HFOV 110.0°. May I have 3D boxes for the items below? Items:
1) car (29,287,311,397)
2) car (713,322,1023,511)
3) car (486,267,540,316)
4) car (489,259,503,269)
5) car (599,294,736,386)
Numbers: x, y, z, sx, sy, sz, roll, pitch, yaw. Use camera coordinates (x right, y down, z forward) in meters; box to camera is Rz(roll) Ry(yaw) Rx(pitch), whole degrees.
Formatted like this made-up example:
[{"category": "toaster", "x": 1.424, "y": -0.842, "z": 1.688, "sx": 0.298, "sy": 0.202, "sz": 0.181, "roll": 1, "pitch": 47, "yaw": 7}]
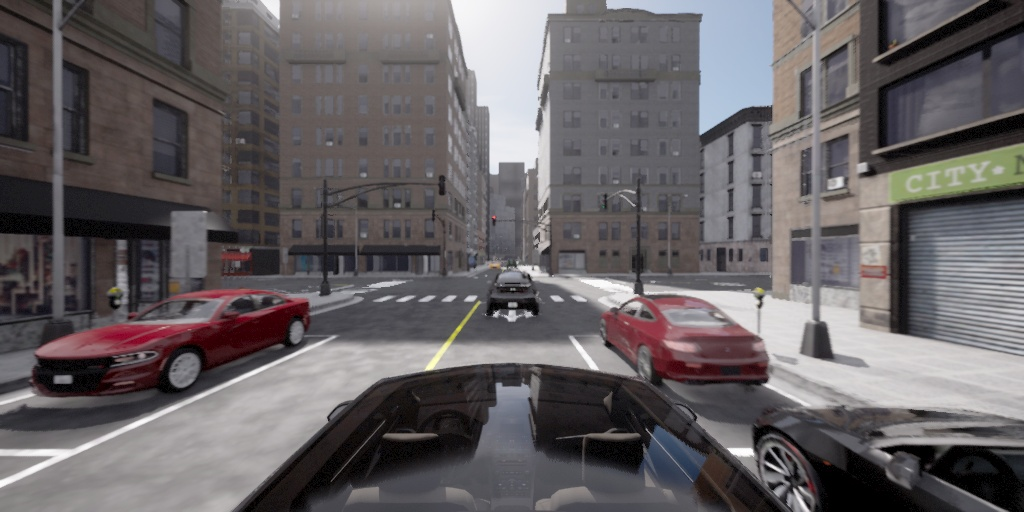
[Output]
[{"category": "car", "x": -5.669, "y": 1.334, "z": 6.774, "sx": 1.888, "sy": 1.381, "sz": 4.507, "roll": 0, "pitch": 0, "yaw": 0}, {"category": "car", "x": 2.876, "y": 1.312, "z": 1.191, "sx": 1.948, "sy": 1.339, "sz": 4.313, "roll": 0, "pitch": 0, "yaw": 0}, {"category": "car", "x": 0.044, "y": 1.350, "z": 13.942, "sx": 1.837, "sy": 1.490, "sz": 4.892, "roll": 0, "pitch": 0, "yaw": 1}, {"category": "car", "x": -3.086, "y": 1.752, "z": 64.975, "sx": 1.882, "sy": 1.535, "sz": 5.008, "roll": 0, "pitch": 0, "yaw": 1}, {"category": "car", "x": 2.876, "y": 1.371, "z": 6.776, "sx": 1.802, "sy": 1.307, "sz": 4.207, "roll": 0, "pitch": 0, "yaw": 0}]
